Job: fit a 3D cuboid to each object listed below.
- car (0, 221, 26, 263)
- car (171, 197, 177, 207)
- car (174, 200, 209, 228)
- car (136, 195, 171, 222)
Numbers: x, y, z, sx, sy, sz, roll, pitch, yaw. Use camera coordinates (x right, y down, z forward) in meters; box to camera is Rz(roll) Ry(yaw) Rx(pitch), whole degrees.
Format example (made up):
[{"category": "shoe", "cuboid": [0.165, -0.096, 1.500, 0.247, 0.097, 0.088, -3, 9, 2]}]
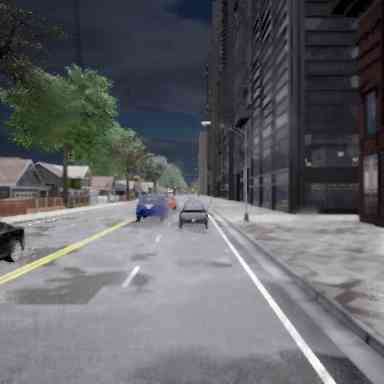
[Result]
[{"category": "car", "cuboid": [-6.577, 1.486, 9.235, 1.882, 1.535, 5.008, 0, 0, 0]}, {"category": "car", "cuboid": [-3.134, 1.402, 45.389, 2.097, 1.767, 4.553, 0, 0, 0]}, {"category": "car", "cuboid": [0.108, 1.509, 22.483, 2.128, 1.511, 4.902, 0, 0, 0]}, {"category": "car", "cuboid": [-3.140, 1.243, 26.968, 2.150, 2.045, 5.566, 0, 0, 0]}]
